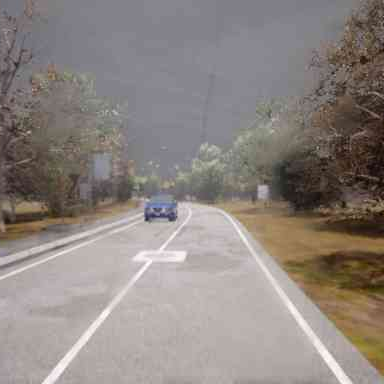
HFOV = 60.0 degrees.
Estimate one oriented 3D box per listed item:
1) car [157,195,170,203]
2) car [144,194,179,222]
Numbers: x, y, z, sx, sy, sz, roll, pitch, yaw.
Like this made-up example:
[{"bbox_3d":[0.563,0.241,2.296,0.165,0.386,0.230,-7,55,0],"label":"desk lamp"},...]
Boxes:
[{"bbox_3d":[-5.881,1.362,67.498,1.837,1.490,4.892,2,0,-14],"label":"car"},{"bbox_3d":[-2.300,1.200,26.257,2.150,2.045,5.566,0,0,3],"label":"car"}]
